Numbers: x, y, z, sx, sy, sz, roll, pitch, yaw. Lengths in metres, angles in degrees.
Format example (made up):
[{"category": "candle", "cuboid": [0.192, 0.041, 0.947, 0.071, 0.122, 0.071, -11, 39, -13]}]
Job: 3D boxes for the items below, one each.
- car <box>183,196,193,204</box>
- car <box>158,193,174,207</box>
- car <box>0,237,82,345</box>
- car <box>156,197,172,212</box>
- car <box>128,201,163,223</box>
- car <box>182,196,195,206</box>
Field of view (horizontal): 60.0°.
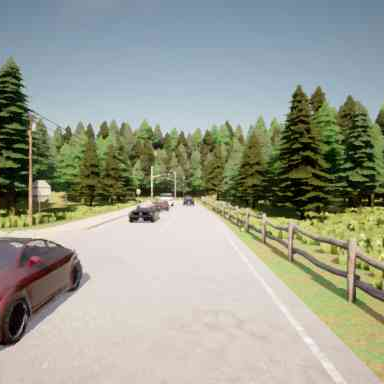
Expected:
[{"category": "car", "cuboid": [-0.812, 1.512, 66.260, 1.837, 1.490, 4.892, 0, 0, -1]}, {"category": "car", "cuboid": [-4.011, 1.233, 51.775, 2.150, 2.045, 5.566, 0, 0, -1]}, {"category": "car", "cuboid": [-3.593, 1.572, 6.214, 1.994, 1.385, 4.181, 0, 0, 0]}, {"category": "car", "cuboid": [-3.692, 1.568, 39.272, 1.994, 1.385, 4.181, 0, 0, -2]}, {"category": "car", "cuboid": [-3.571, 1.601, 25.342, 1.895, 1.301, 4.718, 0, 0, 0]}, {"category": "car", "cuboid": [-0.545, 1.533, 55.961, 1.812, 1.442, 4.674, 0, 0, -1]}]
